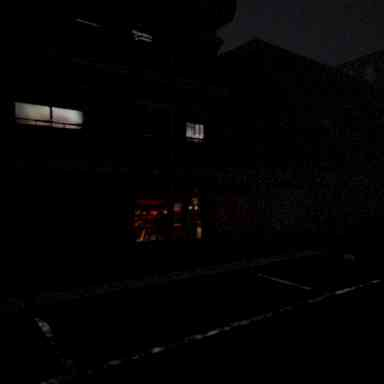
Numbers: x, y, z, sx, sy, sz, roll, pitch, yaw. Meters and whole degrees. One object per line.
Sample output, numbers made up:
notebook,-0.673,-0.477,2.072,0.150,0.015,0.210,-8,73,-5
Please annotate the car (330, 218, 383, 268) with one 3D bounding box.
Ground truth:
car,6.467,1.571,11.170,4.313,1.339,1.947,0,0,-35
